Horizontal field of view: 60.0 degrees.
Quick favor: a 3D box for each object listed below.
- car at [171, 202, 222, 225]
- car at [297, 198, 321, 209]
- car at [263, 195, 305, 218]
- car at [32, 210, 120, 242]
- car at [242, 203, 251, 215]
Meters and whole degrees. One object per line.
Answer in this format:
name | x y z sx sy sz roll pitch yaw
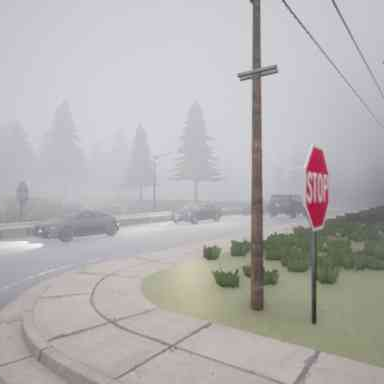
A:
car | 0.413 1.526 24.881 2.128 1.511 4.902 0 0 37
car | 16.226 1.560 46.025 1.812 1.442 4.674 0 0 37
car | 8.818 1.246 30.008 2.150 2.045 5.566 0 0 37
car | -5.689 1.599 16.662 1.994 1.385 4.181 0 0 37
car | 6.747 1.560 33.394 1.812 1.442 4.674 0 0 36
